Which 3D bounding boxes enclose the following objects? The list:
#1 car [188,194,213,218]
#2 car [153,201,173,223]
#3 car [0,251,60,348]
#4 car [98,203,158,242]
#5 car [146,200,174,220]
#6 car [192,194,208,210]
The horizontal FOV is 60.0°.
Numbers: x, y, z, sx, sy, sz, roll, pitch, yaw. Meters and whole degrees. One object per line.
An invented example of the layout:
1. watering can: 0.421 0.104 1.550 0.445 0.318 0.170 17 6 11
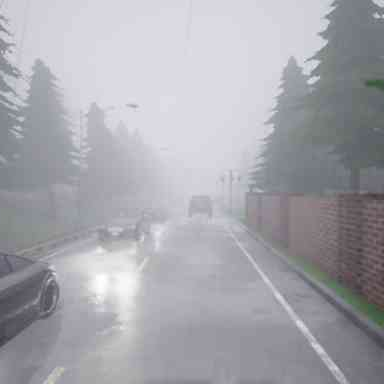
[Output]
1. car: 0.832 1.315 31.870 2.150 2.045 5.566 0 0 2
2. car: -2.873 1.657 25.623 1.994 1.385 4.181 0 0 2
3. car: -3.512 1.553 4.595 1.994 1.385 4.181 0 0 2
4. car: -3.204 1.515 16.553 2.128 1.511 4.902 0 0 1
5. car: -2.816 1.541 30.282 1.882 1.535 5.008 0 0 2
6. car: 1.185 1.355 46.264 2.150 2.045 5.566 0 0 3
